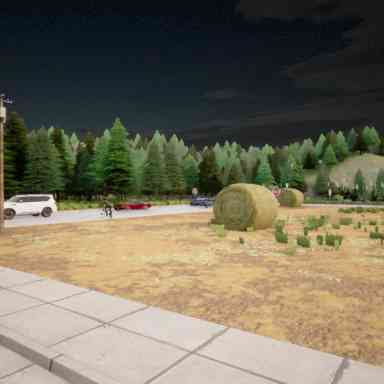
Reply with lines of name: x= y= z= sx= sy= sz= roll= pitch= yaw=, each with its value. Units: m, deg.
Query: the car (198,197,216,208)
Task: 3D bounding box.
car: x=3.557 y=1.518 z=47.757 sx=2.128 sy=1.511 sz=4.902 roll=0 pitch=0 yaw=37

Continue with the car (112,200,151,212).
car: x=-7.064 y=1.628 z=39.492 sx=1.895 sy=1.301 sz=4.718 roll=0 pitch=0 yaw=36

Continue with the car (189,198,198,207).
car: x=1.606 y=1.504 z=51.135 sx=1.882 sy=1.535 sz=5.008 roll=0 pitch=0 yaw=37

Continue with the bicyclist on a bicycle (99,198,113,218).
bicyclist on a bicycle: x=-6.988 y=1.327 z=27.009 sx=1.656 sy=1.620 sz=0.582 roll=0 pitch=0 yaw=36

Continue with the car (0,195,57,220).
car: x=-14.710 y=1.249 z=29.152 sx=2.150 sy=2.045 sz=5.566 roll=0 pitch=0 yaw=36
